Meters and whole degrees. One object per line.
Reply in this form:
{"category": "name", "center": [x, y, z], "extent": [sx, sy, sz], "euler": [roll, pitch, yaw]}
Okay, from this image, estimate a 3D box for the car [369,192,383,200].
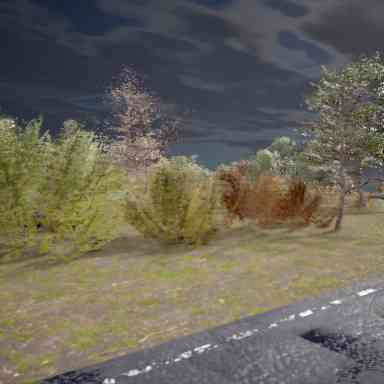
{"category": "car", "center": [39.671, 0.722, 71.644], "extent": [2.097, 1.767, 4.553], "euler": [1, 1, -2]}
